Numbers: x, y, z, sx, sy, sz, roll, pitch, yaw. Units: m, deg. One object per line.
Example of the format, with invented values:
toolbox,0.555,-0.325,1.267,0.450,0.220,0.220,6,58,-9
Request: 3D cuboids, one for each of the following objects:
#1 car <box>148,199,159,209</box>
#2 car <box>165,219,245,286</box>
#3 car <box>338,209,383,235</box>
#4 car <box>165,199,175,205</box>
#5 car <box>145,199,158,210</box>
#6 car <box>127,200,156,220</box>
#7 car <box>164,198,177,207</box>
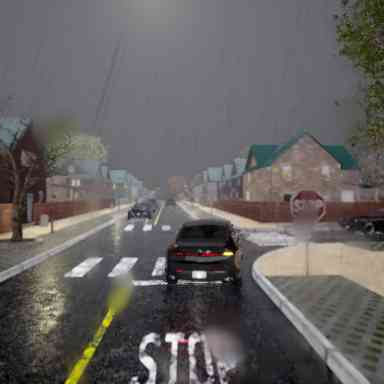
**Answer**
car,-5.251,1.708,39.561,2.033,1.411,5.357,0,0,-4
car,0.519,1.527,9.576,1.837,1.490,4.892,0,0,9
car,10.614,1.576,18.260,4.718,1.301,1.895,0,-1,-6
car,-4.531,2.019,68.739,1.895,1.301,4.718,0,-1,-4
car,-5.962,1.767,49.428,1.812,1.442,4.674,0,0,-4
car,-4.489,1.659,29.292,1.994,1.385,4.181,0,0,-3
car,-3.770,1.826,58.321,1.837,1.490,4.892,0,-1,-4
